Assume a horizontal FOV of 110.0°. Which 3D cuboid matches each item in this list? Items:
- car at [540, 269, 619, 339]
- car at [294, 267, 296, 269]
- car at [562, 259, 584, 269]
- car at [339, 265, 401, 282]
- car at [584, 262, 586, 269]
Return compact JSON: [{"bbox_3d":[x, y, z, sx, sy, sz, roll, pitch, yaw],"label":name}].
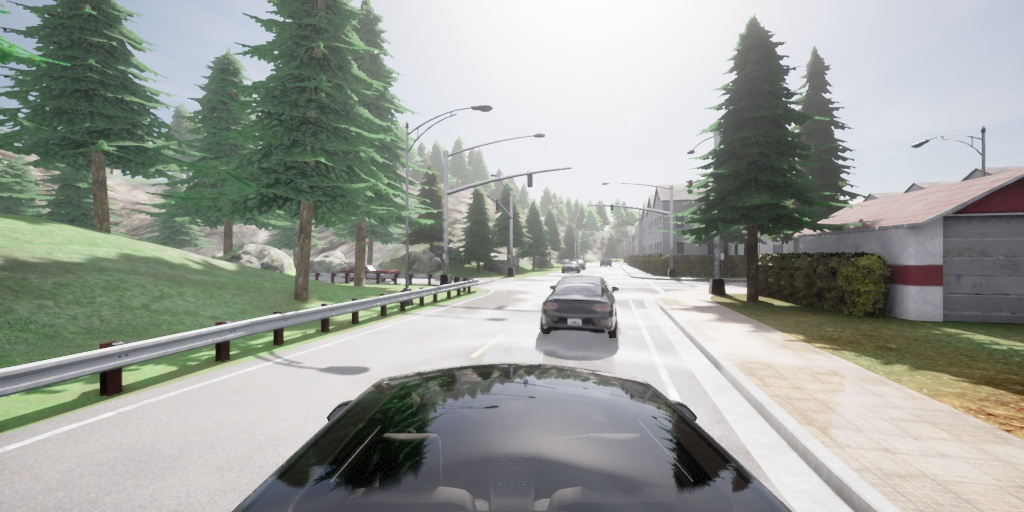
[{"bbox_3d":[1.975,1.277,10.081,1.812,1.442,4.674,0,0,15],"label":"car"},{"bbox_3d":[-20.480,1.248,31.290,5.008,1.535,1.882,0,0,15],"label":"car"},{"bbox_3d":[7.183,1.322,43.169,1.994,1.385,4.181,0,0,15],"label":"car"},{"bbox_3d":[-11.328,1.371,28.863,4.718,1.301,1.895,0,0,15],"label":"car"},{"bbox_3d":[9.849,1.252,52.864,2.128,1.511,4.902,0,0,15],"label":"car"}]
